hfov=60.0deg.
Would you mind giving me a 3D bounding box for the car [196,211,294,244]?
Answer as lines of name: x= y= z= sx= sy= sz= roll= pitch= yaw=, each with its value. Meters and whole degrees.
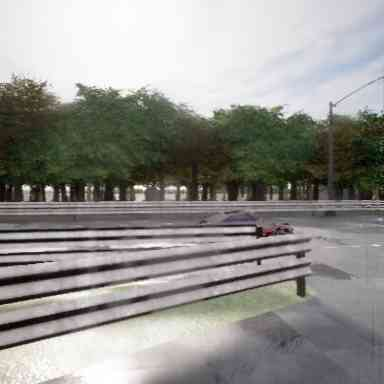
car: x=2.221 y=1.526 z=14.275 sx=4.181 sy=1.385 sz=1.994 roll=0 pitch=0 yaw=-15
